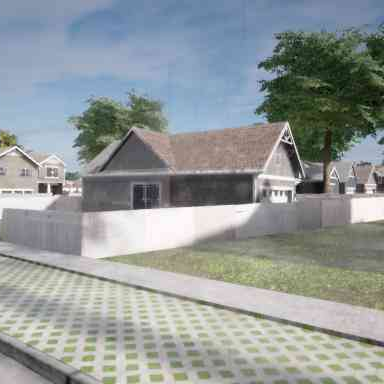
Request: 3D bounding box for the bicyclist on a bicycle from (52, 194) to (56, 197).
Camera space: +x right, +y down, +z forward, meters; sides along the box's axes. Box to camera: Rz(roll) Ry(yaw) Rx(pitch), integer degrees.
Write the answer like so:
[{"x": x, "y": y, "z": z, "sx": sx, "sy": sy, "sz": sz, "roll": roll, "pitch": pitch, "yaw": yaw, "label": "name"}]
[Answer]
[{"x": -13.073, "y": 1.028, "z": 31.582, "sx": 1.656, "sy": 1.620, "sz": 0.582, "roll": 0, "pitch": 1, "yaw": 34, "label": "bicyclist on a bicycle"}]
